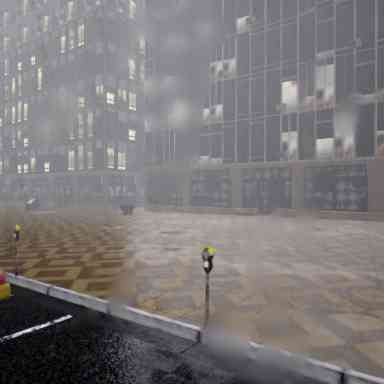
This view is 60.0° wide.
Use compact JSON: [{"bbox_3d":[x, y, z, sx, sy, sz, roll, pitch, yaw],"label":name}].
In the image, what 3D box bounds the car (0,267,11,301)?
[{"bbox_3d":[-5.585,1.526,6.825,4.829,1.417,1.752,0,0,35],"label":"car"}]
